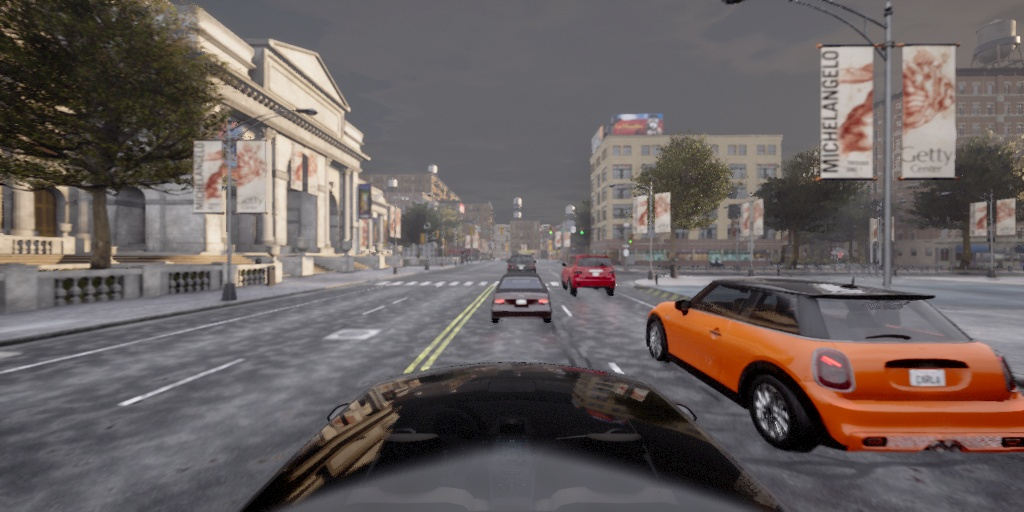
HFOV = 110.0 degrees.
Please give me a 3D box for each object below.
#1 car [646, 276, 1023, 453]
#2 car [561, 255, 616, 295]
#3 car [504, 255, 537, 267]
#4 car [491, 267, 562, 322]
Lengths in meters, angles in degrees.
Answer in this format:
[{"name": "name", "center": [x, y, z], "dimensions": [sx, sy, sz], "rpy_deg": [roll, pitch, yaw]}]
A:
[{"name": "car", "center": [3.720, 1.100, 5.330], "dimensions": [2.097, 1.767, 4.553], "rpy_deg": [0, 0, 0]}, {"name": "car", "center": [4.013, 0.944, 19.518], "dimensions": [2.150, 2.045, 5.566], "rpy_deg": [0, 0, 1]}, {"name": "car", "center": [0.740, 0.923, 28.079], "dimensions": [2.150, 2.045, 5.566], "rpy_deg": [0, 0, 2]}, {"name": "car", "center": [0.301, 1.279, 12.175], "dimensions": [2.033, 1.411, 5.357], "rpy_deg": [0, 0, 1]}]
